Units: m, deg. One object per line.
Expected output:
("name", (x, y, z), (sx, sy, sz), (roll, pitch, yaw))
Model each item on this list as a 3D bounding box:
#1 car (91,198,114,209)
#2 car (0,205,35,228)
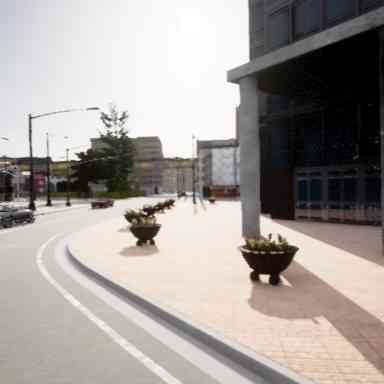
("car", (-11.577, 1.406, 43.130), (1.895, 1.301, 4.718), (-1, 1, 2))
("car", (-12.316, 1.574, 22.133), (1.994, 1.385, 4.181), (-1, 1, 3))
